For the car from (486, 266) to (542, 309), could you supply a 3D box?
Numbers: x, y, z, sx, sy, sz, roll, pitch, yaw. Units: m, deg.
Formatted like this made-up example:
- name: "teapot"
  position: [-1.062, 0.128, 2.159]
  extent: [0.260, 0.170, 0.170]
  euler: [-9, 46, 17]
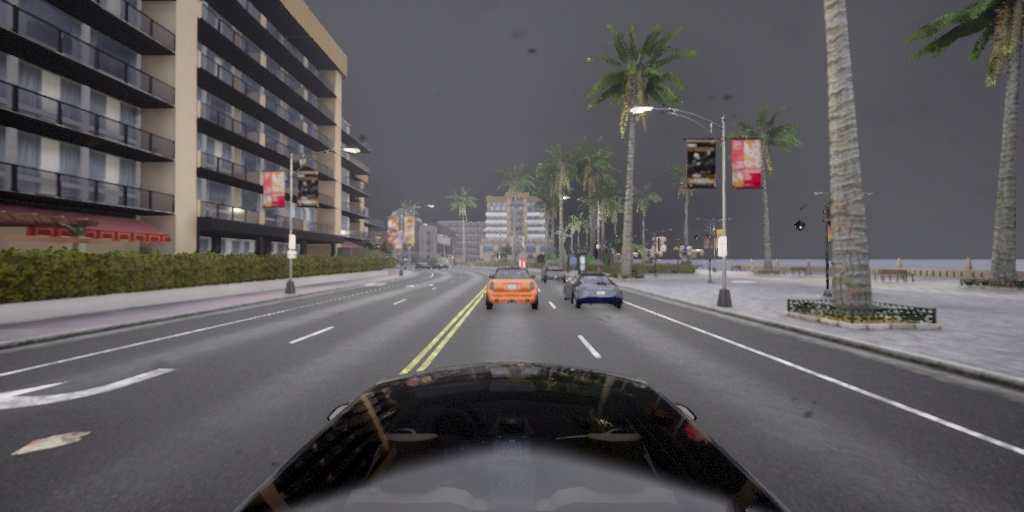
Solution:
- name: "car"
  position: [0.006, 1.233, 15.935]
  extent: [2.097, 1.767, 4.553]
  euler: [0, -1, 0]

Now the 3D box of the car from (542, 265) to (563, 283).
- name: "car"
  position: [3.503, 1.518, 31.149]
  extent: [2.128, 1.511, 4.902]
  euler: [0, 0, 0]

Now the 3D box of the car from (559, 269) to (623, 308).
- name: "car"
  position: [3.511, 1.450, 16.135]
  extent: [1.994, 1.385, 4.181]
  euler: [0, 0, 0]
